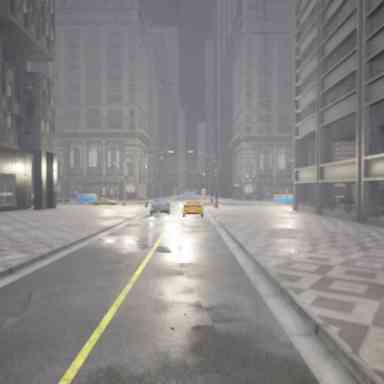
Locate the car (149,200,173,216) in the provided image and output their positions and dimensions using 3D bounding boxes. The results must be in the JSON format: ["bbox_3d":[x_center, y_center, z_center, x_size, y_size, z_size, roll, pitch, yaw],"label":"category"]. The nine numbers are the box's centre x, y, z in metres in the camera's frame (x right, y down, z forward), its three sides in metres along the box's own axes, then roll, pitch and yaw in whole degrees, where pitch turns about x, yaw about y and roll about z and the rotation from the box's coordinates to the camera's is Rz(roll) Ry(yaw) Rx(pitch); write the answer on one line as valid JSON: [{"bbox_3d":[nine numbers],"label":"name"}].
[{"bbox_3d":[-3.069,1.542,33.157,1.812,1.442,4.674,0,0,0],"label":"car"}]

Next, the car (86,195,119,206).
[{"bbox_3d":[-14.652,1.615,55.611,4.829,1.417,1.752,0,1,0],"label":"car"}]

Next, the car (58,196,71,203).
[{"bbox_3d":[-25.667,1.494,64.096,4.313,1.339,1.947,0,1,0],"label":"car"}]

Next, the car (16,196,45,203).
[{"bbox_3d":[-31.081,1.457,64.074,4.507,1.381,1.887,0,1,0],"label":"car"}]

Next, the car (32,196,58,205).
[{"bbox_3d":[-25.402,1.602,55.573,4.507,1.381,1.887,0,1,0],"label":"car"}]

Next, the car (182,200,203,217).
[{"bbox_3d":[0.086,1.493,31.829,1.882,1.535,5.008,0,0,0],"label":"car"}]

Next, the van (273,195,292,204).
[{"bbox_3d":[17.730,1.408,64.286,3.998,1.788,1.690,0,1,0],"label":"van"}]

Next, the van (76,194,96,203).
[{"bbox_3d":[-20.254,1.285,64.116,3.998,1.788,1.690,0,1,0],"label":"van"}]
